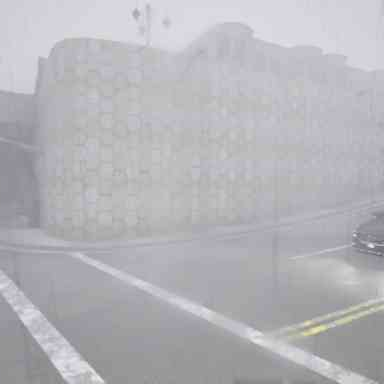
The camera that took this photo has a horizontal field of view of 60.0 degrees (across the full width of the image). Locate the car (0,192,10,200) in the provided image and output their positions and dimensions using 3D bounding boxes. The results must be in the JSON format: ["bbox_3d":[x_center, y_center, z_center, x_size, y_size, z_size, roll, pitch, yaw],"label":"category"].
[{"bbox_3d":[-31.557,0.644,54.092,1.812,1.442,4.674,1,0,-2],"label":"car"}]

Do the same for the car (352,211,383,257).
[{"bbox_3d":[6.922,0.951,9.976,4.892,1.490,1.837,-7,4,-27],"label":"car"}]
